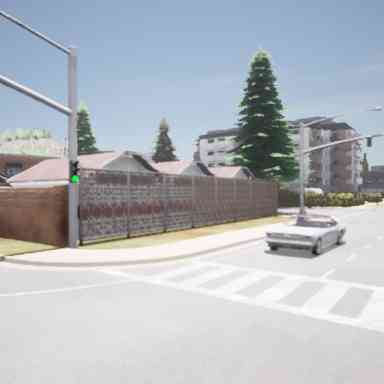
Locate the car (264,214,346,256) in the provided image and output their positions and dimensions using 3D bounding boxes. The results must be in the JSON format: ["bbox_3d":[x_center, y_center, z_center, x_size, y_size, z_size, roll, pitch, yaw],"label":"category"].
[{"bbox_3d":[4.727,1.620,13.544,1.895,1.301,4.718,0,0,38],"label":"car"}]
